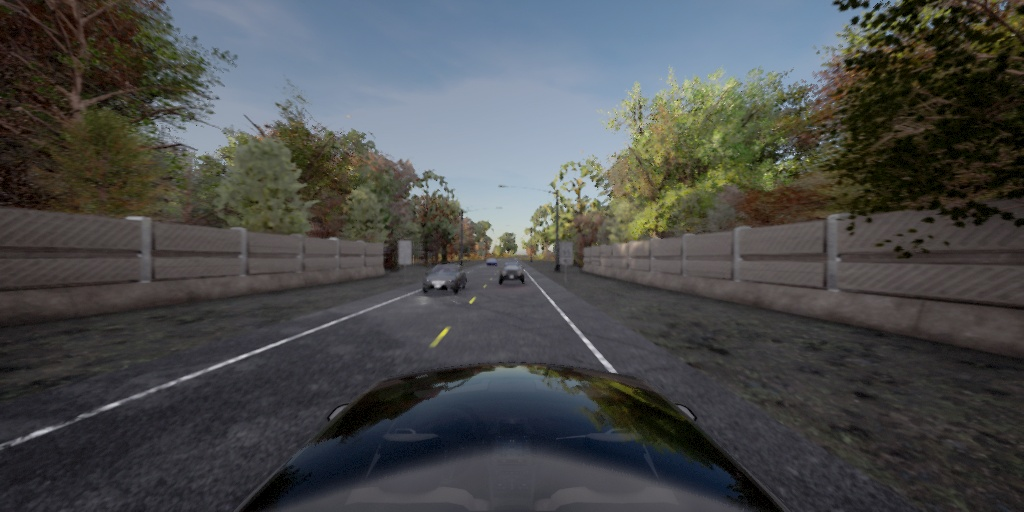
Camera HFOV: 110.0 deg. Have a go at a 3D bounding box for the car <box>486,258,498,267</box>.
[{"bbox_3d":[-3.554,1.113,63.582,1.882,1.535,5.008,0,0,0],"label":"car"}]

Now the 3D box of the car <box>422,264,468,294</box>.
[{"bbox_3d":[-3.605,1.211,19.914,2.128,1.511,4.902,0,0,0],"label":"car"}]

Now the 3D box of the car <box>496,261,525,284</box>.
[{"bbox_3d":[-0.021,1.242,26.665,1.812,1.442,4.674,-1,0,0],"label":"car"}]
